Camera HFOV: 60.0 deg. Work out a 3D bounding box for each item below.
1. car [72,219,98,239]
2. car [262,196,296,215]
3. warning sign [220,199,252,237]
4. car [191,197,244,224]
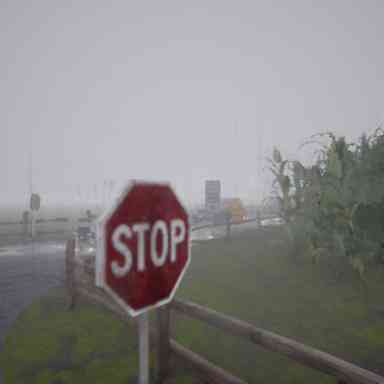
[{"bbox_3d":[-3.736,1.731,17.991,2.033,1.411,5.357,0,0,34],"label":"car"},{"bbox_3d":[9.881,1.512,37.421,2.150,2.045,5.566,0,-1,35],"label":"car"},{"bbox_3d":[2.299,1.308,17.404,1.300,1.860,1.060,0,0,35],"label":"warning sign"},{"bbox_3d":[2.177,1.451,26.460,2.150,2.045,5.566,0,0,35],"label":"car"}]
